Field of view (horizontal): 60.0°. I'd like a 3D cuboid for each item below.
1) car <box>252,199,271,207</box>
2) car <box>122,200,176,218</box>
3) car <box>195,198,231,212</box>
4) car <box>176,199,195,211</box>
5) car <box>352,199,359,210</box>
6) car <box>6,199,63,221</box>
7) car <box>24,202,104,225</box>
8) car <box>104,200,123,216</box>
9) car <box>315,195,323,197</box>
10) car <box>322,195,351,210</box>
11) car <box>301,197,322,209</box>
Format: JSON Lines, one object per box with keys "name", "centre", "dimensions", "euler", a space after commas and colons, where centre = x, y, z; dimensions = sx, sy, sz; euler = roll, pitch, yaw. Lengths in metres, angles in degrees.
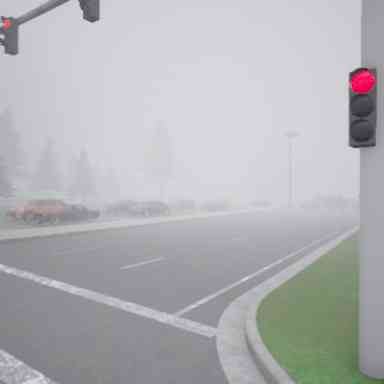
{"name": "car", "centre": [11.556, 1.818, 55.078], "dimensions": [1.994, 1.385, 4.181], "euler": [0, 0, 34]}
{"name": "car", "centre": [-3.968, 1.555, 31.453], "dimensions": [1.837, 1.490, 4.892], "euler": [0, 0, 33]}
{"name": "car", "centre": [2.737, 1.664, 41.791], "dimensions": [1.812, 1.442, 4.674], "euler": [0, 0, 33]}
{"name": "car", "centre": [-1.344, 1.594, 41.934], "dimensions": [2.128, 1.511, 4.902], "euler": [0, 0, 33]}
{"name": "car", "centre": [24.429, 1.827, 47.100], "dimensions": [1.882, 1.535, 5.008], "euler": [0, 0, 34]}
{"name": "car", "centre": [-11.831, 1.316, 25.755], "dimensions": [2.097, 1.767, 4.553], "euler": [0, 0, 33]}
{"name": "car", "centre": [-8.970, 1.585, 23.736], "dimensions": [1.895, 1.301, 4.718], "euler": [0, 0, 33]}
{"name": "car", "centre": [-6.859, 1.521, 33.433], "dimensions": [2.128, 1.511, 4.902], "euler": [0, 0, 33]}
{"name": "car", "centre": [22.122, 1.574, 56.359], "dimensions": [2.150, 2.045, 5.566], "euler": [0, 0, 34]}
{"name": "car", "centre": [21.047, 1.543, 48.353], "dimensions": [2.150, 2.045, 5.566], "euler": [0, 0, 34]}
{"name": "car", "centre": [17.810, 1.861, 49.948], "dimensions": [1.994, 1.385, 4.181], "euler": [0, 0, 35]}
